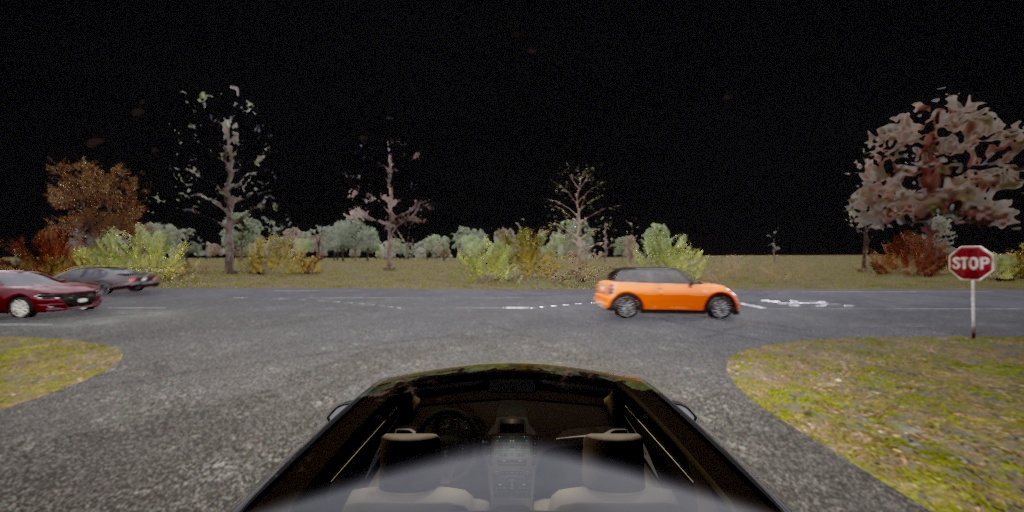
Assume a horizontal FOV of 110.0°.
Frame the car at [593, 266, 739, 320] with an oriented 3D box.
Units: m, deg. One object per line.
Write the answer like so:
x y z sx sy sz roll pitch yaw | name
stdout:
5.261 1.165 12.467 4.553 1.767 2.097 0 0 -1 | car

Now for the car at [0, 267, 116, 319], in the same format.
-17.083 1.222 12.139 5.008 1.535 1.882 0 0 -1 | car

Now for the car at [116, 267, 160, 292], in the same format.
-22.060 1.287 19.036 5.357 1.411 2.033 0 0 -1 | car
